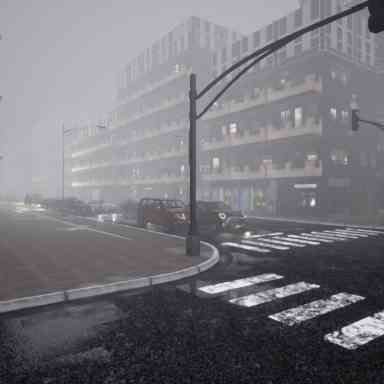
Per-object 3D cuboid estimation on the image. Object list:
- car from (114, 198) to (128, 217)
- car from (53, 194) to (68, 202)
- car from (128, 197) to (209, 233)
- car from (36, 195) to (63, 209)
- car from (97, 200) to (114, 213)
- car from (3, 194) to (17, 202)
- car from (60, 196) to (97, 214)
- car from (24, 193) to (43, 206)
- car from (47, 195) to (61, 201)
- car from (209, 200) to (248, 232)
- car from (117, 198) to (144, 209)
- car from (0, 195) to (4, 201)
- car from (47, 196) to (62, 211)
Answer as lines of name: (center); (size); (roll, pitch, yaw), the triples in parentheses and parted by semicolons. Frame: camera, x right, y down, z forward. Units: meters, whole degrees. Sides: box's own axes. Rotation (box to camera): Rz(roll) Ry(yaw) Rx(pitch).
car: (-4.344, 1.470, 27.979); (2.033, 1.411, 5.357); (0, 0, -36)
car: (-27.917, 1.269, 70.503); (1.967, 1.590, 4.097); (0, 0, -36)
car: (-1.534, 1.264, 19.680); (2.192, 1.841, 5.009); (0, 0, -36)
car: (-18.123, 1.436, 42.639); (1.947, 1.339, 4.313); (0, 0, -36)
car: (-9.982, 1.497, 35.799); (1.895, 1.301, 4.718); (0, 0, -36)
car: (-38.027, 1.412, 70.186); (1.802, 1.307, 4.206); (0, 0, -36)
car: (-11.487, 1.444, 33.454); (1.887, 1.381, 4.507); (0, 0, -36)
car: (-24.757, 1.162, 51.820); (2.192, 1.841, 5.009); (0, 0, -36)
car: (-31.233, 1.379, 75.093); (2.008, 1.369, 4.403); (0, 0, -36)
car: (1.266, 1.304, 20.132); (2.097, 1.767, 4.553); (0, 0, -34)
car: (-8.012, 1.465, 42.955); (1.802, 1.307, 4.206); (0, 0, -36)
car: (-41.345, 1.269, 74.777); (1.967, 1.590, 4.097); (0, 0, -36)
car: (-14.805, 1.451, 38.047); (1.947, 1.339, 4.313); (0, 0, -36)
